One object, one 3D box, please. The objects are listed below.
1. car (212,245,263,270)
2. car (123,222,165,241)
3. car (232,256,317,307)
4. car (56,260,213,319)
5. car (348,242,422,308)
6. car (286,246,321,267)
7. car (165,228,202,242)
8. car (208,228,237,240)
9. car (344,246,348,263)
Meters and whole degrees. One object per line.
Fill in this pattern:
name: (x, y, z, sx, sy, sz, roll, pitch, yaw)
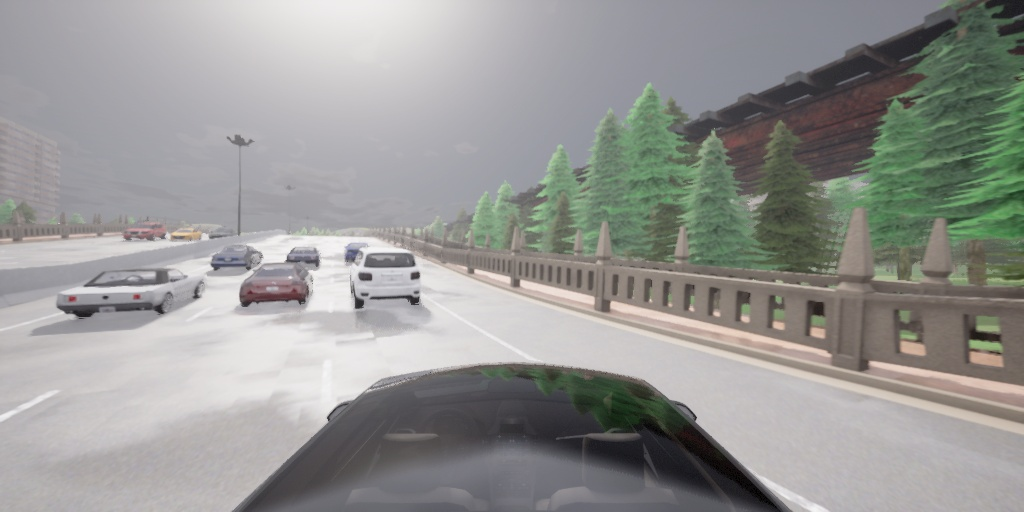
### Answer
car: (-17.029, 0.013, 22.378, 2.033, 1.411, 5.357, 0, 5, -26)
car: (-42.040, -2.806, 41.214, 2.150, 2.045, 5.566, 0, 6, -26)
car: (-8.764, 0.930, 13.632, 1.994, 1.385, 4.181, 0, 3, -26)
car: (-11.577, 1.003, 11.407, 1.895, 1.301, 4.718, 0, 3, -26)
car: (-5.010, 0.666, 13.902, 2.150, 2.045, 5.566, 0, 3, -26)
car: (-14.466, -0.048, 25.118, 1.895, 1.301, 4.718, 0, 5, -26)
car: (-39.053, -2.572, 43.064, 1.882, 1.535, 5.008, 0, 5, -26)
car: (-35.897, -2.690, 44.569, 2.097, 1.767, 4.553, 0, 5, -26)
car: (-12.330, -0.374, 28.746, 1.882, 1.535, 5.008, 0, 5, -26)
